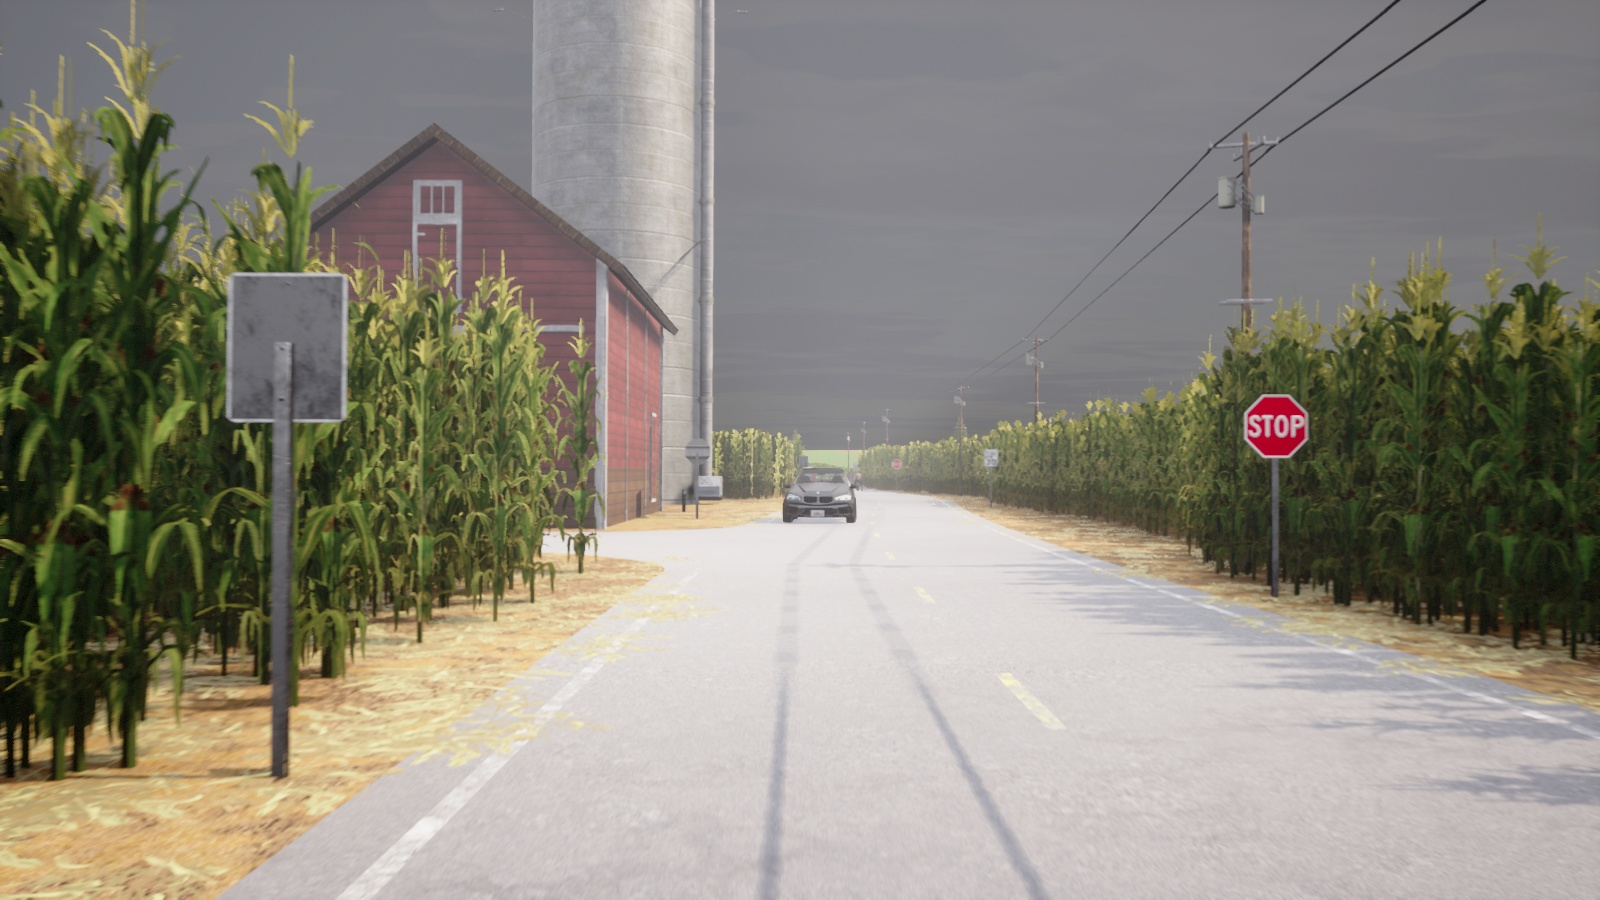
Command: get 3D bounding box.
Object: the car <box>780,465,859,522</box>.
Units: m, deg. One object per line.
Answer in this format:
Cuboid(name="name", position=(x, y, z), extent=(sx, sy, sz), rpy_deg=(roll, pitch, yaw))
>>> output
Cuboid(name="car", position=(0.669, 1.311, 39.101), extent=(2.242, 1.667, 4.611), rpy_deg=(0, -1, 4))
